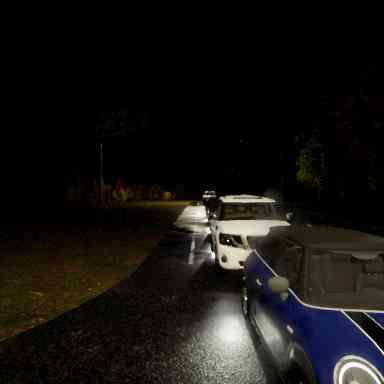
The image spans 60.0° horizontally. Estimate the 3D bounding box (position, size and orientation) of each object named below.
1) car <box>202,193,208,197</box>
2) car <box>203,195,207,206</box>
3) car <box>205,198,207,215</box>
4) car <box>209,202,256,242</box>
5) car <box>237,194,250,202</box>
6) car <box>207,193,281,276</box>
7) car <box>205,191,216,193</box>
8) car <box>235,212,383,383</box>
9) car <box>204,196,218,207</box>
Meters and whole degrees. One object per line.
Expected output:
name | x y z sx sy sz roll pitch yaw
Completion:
car | 2.491 1.275 41.580 2.128 1.511 4.902 0 0 2
car | 2.179 1.322 29.326 1.882 1.535 5.008 0 0 1
car | 2.028 1.380 23.072 1.837 1.490 4.892 0 0 1
car | 1.876 1.384 16.825 1.882 1.535 5.008 0 0 1
car | 10.045 1.140 64.861 1.882 1.535 5.008 0 0 1
car | 1.733 1.160 10.485 2.150 2.045 5.566 0 0 1
car | 2.874 0.938 54.421 2.150 2.045 5.566 0 0 2
car | 1.940 1.338 4.138 2.097 1.767 4.553 0 0 0
car | 2.682 1.314 47.988 1.994 1.385 4.181 0 0 3
